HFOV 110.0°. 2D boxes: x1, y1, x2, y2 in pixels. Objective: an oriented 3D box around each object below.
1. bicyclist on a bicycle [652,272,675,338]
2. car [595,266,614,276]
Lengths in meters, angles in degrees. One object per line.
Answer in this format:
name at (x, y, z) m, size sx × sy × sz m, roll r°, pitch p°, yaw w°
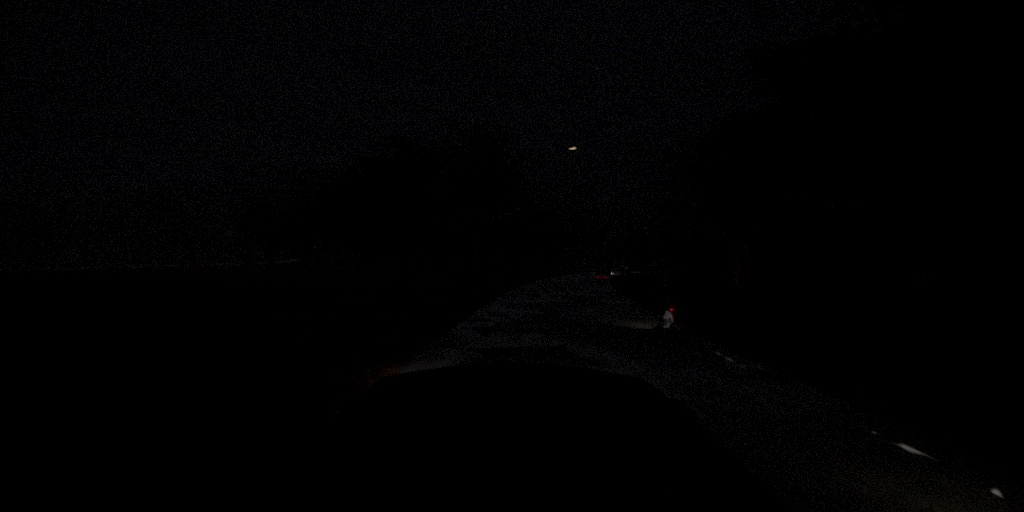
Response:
bicyclist on a bicycle at (4.267, 1.347, 10.252) m, size 0.659 × 1.776 × 1.843 m, roll 2°, pitch 0°, yaw 5°
car at (14.220, 2.356, 55.585) m, size 1.895 × 1.301 × 4.718 m, roll 2°, pitch -1°, yaw 22°
